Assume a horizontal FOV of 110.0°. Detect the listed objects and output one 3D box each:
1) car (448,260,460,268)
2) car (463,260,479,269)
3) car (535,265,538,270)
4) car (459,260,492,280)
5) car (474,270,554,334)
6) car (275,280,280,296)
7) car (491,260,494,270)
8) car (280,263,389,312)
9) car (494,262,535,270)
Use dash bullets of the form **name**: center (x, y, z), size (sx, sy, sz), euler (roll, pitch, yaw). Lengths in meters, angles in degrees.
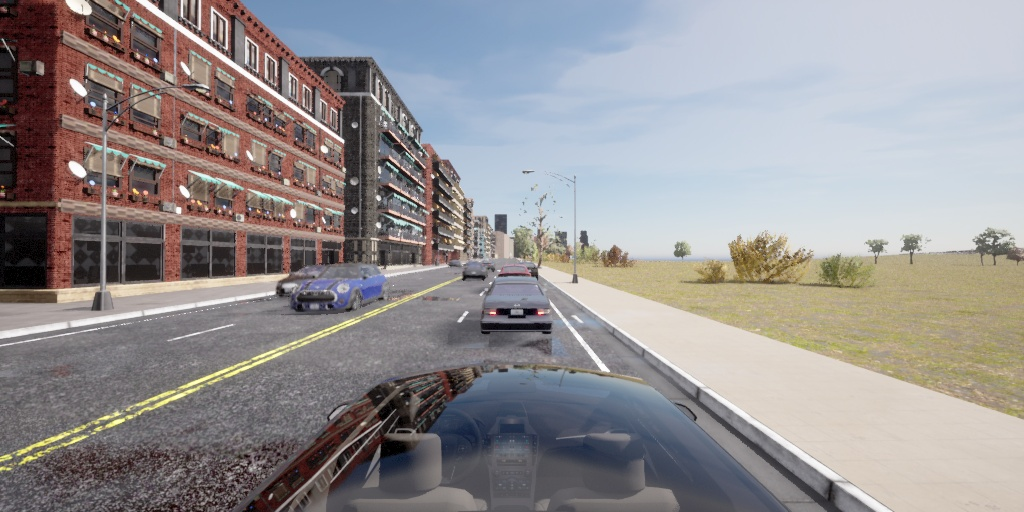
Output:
- **car**: center (-9.708, 1.317, 61.257), size (1.994, 1.385, 4.181), euler (0, 0, 0)
- **car**: center (-6.481, 1.316, 57.211), size (1.994, 1.385, 4.181), euler (0, 0, 0)
- **car**: center (1.192, 1.232, 30.522), size (1.882, 1.535, 5.008), euler (0, 0, 0)
- **car**: center (-3.094, 1.318, 31.012), size (1.994, 1.385, 4.181), euler (0, 0, 0)
- **car**: center (0.115, 1.299, 10.545), size (2.033, 1.411, 5.357), euler (0, 0, 0)
- **car**: center (-9.821, 1.244, 18.243), size (2.128, 1.511, 4.902), euler (0, 0, 0)
- **car**: center (-3.066, 1.245, 45.690), size (2.128, 1.511, 4.902), euler (0, 0, 0)
- **car**: center (-6.578, 1.104, 14.205), size (2.097, 1.767, 4.553), euler (0, 0, 0)
- **car**: center (0.139, 1.231, 21.085), size (1.882, 1.535, 5.008), euler (0, 0, 0)
